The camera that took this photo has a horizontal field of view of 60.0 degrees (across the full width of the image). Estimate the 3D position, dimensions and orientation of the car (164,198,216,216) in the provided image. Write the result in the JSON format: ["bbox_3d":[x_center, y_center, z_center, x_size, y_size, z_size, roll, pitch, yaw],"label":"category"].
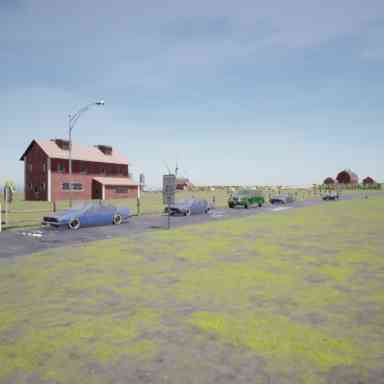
[{"bbox_3d":[-0.054,1.178,28.054,2.033,1.411,5.357,1,1,36],"label":"car"}]

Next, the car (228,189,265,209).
[{"bbox_3d":[6.050,0.697,36.398,2.150,2.045,5.566,1,1,36],"label":"car"}]

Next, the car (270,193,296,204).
[{"bbox_3d":[12.365,0.862,44.987,2.033,1.411,5.357,1,1,37],"label":"car"}]

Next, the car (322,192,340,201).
[{"bbox_3d":[22.925,0.726,54.551,1.895,1.301,4.718,1,1,36],"label":"car"}]

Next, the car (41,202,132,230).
[{"bbox_3d":[-6.061,1.326,19.880,2.033,1.411,5.357,1,1,38],"label":"car"}]
